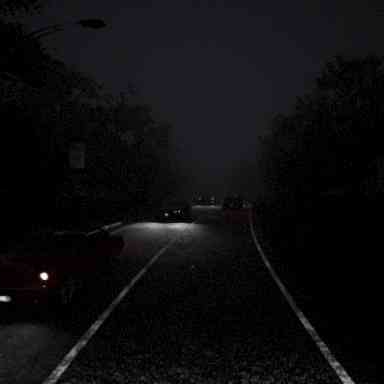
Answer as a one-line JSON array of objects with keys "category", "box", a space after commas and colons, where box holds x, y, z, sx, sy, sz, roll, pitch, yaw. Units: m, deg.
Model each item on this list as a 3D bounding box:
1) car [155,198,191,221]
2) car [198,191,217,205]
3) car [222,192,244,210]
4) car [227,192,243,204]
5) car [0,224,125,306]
[{"category": "car", "box": [-1.240, 1.184, 23.679, 1.837, 1.490, 4.892, 0, 0, 9]}, {"category": "car", "box": [2.001, 0.743, 42.731, 2.097, 1.767, 4.553, 0, 1, 8]}, {"category": "car", "box": [4.050, 0.972, 32.923, 2.128, 1.511, 4.902, 0, 1, 10]}, {"category": "car", "box": [5.864, 0.762, 45.372, 2.128, 1.511, 4.902, 0, 1, 7]}, {"category": "car", "box": [-3.158, 1.533, 8.051, 1.895, 1.301, 4.718, 0, 1, 5]}]
